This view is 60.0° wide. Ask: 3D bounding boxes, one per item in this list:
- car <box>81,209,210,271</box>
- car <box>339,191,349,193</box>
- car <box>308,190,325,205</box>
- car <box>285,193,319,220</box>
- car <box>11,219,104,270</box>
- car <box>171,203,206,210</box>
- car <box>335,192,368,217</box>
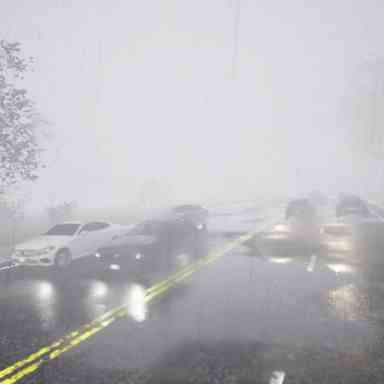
[{"bbox_3d":[-1.062,1.616,11.561,2.033,1.411,5.357,-3,0,24],"label":"car"},{"bbox_3d":[17.980,0.612,39.118,1.994,1.385,4.181,-3,0,24],"label":"car"},{"bbox_3d":[14.822,0.570,40.028,2.097,1.767,4.553,-3,0,24],"label":"car"},{"bbox_3d":[7.762,1.125,23.732,1.812,1.442,4.674,-3,0,24],"label":"car"},{"bbox_3d":[-4.312,1.771,12.393,1.812,1.442,4.674,-3,0,23],"label":"car"},{"bbox_3d":[-0.384,1.545,21.469,1.837,1.490,4.892,-3,0,24],"label":"car"},{"bbox_3d":[11.221,0.977,23.529,1.994,1.385,4.181,-3,0,24],"label":"car"}]
